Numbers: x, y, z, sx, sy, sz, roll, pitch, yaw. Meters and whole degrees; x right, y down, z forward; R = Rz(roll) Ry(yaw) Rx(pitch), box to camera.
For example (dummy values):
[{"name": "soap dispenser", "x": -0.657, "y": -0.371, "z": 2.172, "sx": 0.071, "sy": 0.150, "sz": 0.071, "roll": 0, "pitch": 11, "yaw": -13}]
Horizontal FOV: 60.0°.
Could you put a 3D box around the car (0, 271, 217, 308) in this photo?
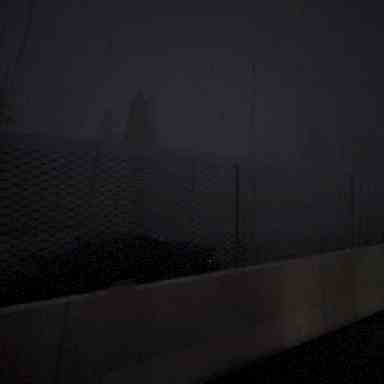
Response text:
[{"name": "car", "x": -1.961, "y": 1.572, "z": 6.893, "sx": 5.357, "sy": 1.411, "sz": 2.033, "roll": 1, "pitch": 0, "yaw": -36}]
